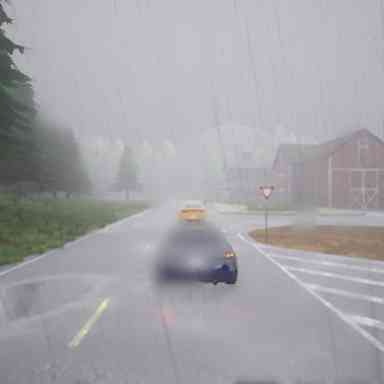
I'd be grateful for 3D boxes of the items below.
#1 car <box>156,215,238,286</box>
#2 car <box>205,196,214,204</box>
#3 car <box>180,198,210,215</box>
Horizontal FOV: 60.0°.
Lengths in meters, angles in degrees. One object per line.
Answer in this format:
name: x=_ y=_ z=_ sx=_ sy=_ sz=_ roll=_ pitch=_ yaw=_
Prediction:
car: x=0.100 y=1.569 z=9.454 sx=1.994 sy=1.385 sz=4.181 roll=0 pitch=0 yaw=0
car: x=2.966 y=1.491 z=60.935 sx=1.816 sy=1.474 sz=4.193 roll=-6 pitch=0 yaw=-2
car: x=0.092 y=1.476 z=24.914 sx=1.882 sy=1.535 sz=5.008 roll=0 pitch=1 yaw=0
